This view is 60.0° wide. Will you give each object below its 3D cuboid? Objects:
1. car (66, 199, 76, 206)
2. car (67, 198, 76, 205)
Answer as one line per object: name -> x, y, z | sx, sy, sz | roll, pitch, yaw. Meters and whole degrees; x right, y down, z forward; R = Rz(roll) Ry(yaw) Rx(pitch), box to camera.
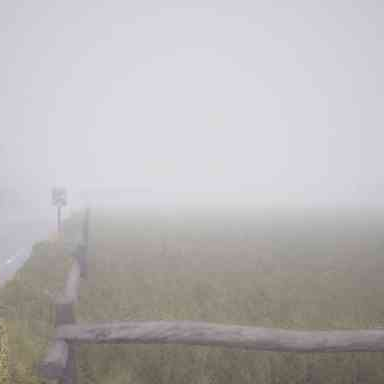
car -> -25.975, 2.247, 70.244 | 1.812, 1.442, 4.674 | 0, 0, -17
car -> -29.055, 2.317, 80.407 | 1.812, 1.442, 4.674 | 0, 0, -17
